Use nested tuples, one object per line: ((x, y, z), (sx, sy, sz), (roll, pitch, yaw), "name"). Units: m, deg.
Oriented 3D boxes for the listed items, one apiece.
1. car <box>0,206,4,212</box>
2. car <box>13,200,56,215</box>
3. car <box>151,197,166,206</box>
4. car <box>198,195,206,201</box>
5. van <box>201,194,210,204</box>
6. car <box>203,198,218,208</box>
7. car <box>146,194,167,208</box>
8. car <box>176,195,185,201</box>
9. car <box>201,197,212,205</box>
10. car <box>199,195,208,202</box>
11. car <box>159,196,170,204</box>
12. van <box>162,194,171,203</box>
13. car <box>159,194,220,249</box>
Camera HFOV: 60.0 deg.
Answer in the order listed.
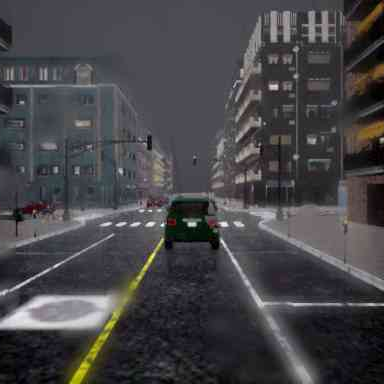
((-22.462, 1.841, 35.612), (4.206, 1.307, 1.802), (-1, 1, 0), "car")
((-16.915, 1.631, 35.572), (4.097, 1.590, 1.967), (-1, 1, 0), "car")
((-5.314, 1.528, 53.284), (1.887, 1.381, 4.507), (0, 0, 0), "car")
((2.567, 1.509, 86.597), (2.008, 1.369, 4.403), (0, 0, 0), "car")
((2.568, 1.317, 64.389), (1.690, 1.788, 3.998), (0, 0, 0), "van")
((2.567, 1.552, 47.733), (1.947, 1.339, 4.313), (0, 0, 0), "car")
((-5.313, 1.301, 47.732), (2.192, 1.841, 5.009), (0, 0, 0), "car")
((-2.750, 1.396, 79.119), (1.882, 1.535, 5.008), (0, 0, 0), "car")
((2.567, 1.562, 58.836), (1.802, 1.307, 4.206), (0, 0, 0), "car")
((2.567, 1.407, 75.492), (1.967, 1.590, 4.097), (0, 0, 0), "car")
((-5.313, 1.520, 64.388), (1.887, 1.381, 4.507), (0, 0, 0), "car")
((-5.313, 1.312, 69.940), (1.690, 1.788, 3.998), (0, 0, 0), "van")
((0.000, 1.255, 14.680), (2.150, 2.045, 5.566), (0, 0, 0), "car")
